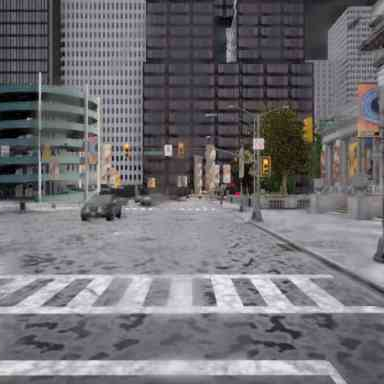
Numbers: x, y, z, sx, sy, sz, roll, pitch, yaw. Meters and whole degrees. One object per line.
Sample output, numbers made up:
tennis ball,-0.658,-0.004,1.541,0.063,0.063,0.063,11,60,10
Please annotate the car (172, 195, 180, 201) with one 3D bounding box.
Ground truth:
car,-4.769,1.483,87.967,1.837,1.490,4.892,0,0,-29

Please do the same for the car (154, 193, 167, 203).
car,-7.045,1.209,69.197,2.150,2.045,5.566,0,0,0

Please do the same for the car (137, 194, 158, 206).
car,-7.071,1.468,53.538,1.882,1.535,5.008,0,0,0

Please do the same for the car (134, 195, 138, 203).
car,-10.537,1.535,68.486,2.033,1.411,5.357,0,0,1

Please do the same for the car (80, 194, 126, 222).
car,-7.086,1.216,26.602,2.150,2.045,5.566,0,0,0

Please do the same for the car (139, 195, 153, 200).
car,-13.072,1.484,94.337,1.994,1.385,4.181,0,0,-43

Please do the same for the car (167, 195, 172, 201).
car,-7.505,1.579,85.653,1.895,1.301,4.718,0,0,-25

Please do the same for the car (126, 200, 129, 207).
car,-10.572,1.538,48.609,2.033,1.411,5.357,0,0,0

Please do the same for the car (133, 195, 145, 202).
car,-12.709,1.524,79.966,2.033,1.411,5.357,0,0,-18

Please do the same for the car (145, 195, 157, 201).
car,-10.274,1.508,83.268,1.812,1.442,4.674,0,0,-21
